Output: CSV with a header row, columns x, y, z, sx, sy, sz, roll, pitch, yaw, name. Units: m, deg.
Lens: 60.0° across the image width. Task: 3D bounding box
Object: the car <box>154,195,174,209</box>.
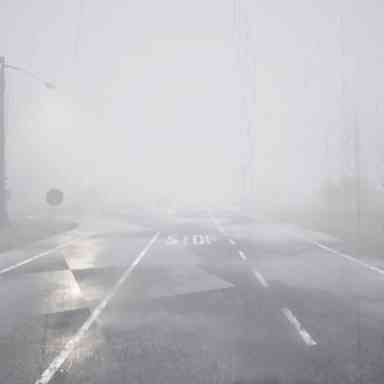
x,y,z,sx,sy,sz,roll,pitch,yaw,name
-3.422,1.157,41.104,2.097,1.767,4.553,0,0,0,car
